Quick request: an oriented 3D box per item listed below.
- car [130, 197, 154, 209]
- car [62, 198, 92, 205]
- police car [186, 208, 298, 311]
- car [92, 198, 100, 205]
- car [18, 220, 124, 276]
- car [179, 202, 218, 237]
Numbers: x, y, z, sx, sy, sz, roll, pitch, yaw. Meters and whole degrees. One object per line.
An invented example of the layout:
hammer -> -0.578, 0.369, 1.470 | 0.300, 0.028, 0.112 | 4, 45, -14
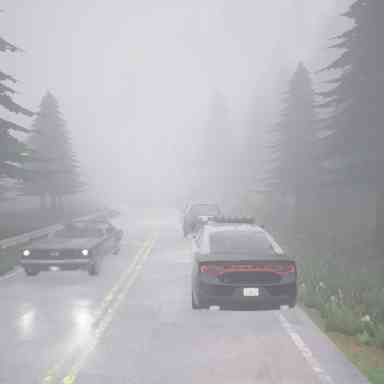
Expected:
car -> -6.995, 1.461, 46.082 | 1.837, 1.490, 4.892 | -3, 1, -35
car -> -18.740, 2.038, 52.151 | 5.357, 1.411, 2.033 | -3, 3, 31
police car -> 0.906, 1.409, 7.967 | 1.930, 1.638, 5.238 | 0, 0, -1
car -> -17.587, 1.770, 55.357 | 4.902, 1.511, 2.128 | -3, 3, 27
car -> -3.460, 1.590, 10.434 | 1.895, 1.301, 4.718 | 0, 0, -2
car -> 0.531, 1.314, 17.938 | 2.097, 1.767, 4.553 | 0, 0, -3
